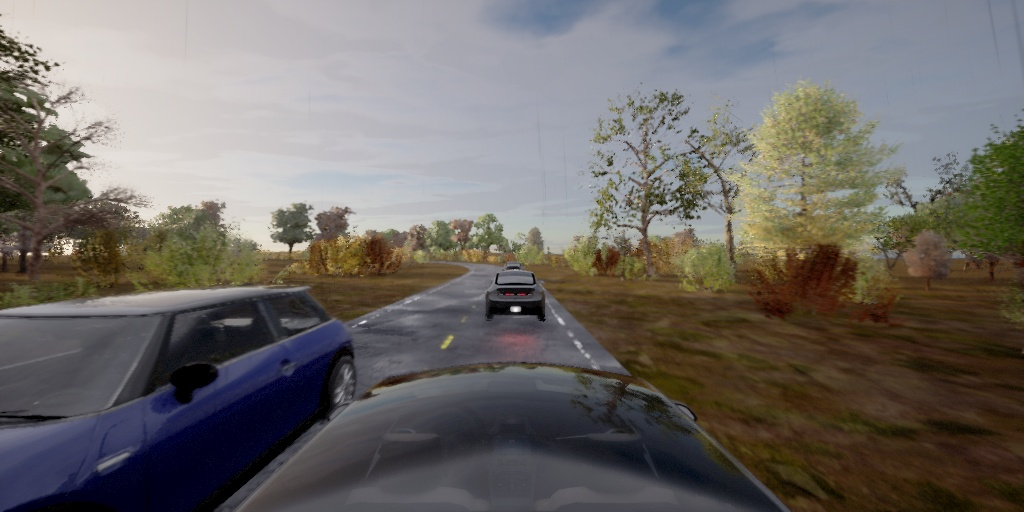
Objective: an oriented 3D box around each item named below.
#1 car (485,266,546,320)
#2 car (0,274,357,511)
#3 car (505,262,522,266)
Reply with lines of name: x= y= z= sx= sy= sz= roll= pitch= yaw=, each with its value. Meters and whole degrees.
car: x=0.104 y=1.257 z=12.558 sx=1.837 sy=1.490 sz=4.892 roll=0 pitch=0 yaw=0
car: x=-3.095 y=1.102 z=2.826 sx=2.097 sy=1.767 sz=4.553 roll=0 pitch=0 yaw=0
car: x=0.104 y=1.260 z=30.657 sx=1.837 sy=1.490 sz=4.892 roll=0 pitch=0 yaw=0
